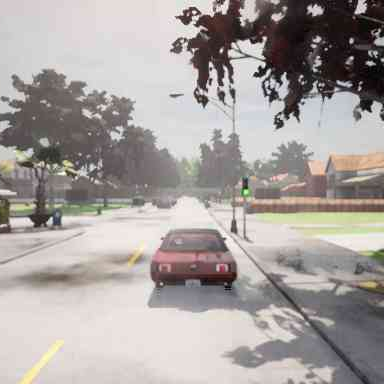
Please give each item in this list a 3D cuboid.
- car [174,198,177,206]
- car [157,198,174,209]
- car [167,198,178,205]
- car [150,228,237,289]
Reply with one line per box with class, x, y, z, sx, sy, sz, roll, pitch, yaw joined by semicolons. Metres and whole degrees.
car;-4.161;1.893;60.444;1.994;1.385;4.181;0;0;0
car;-4.175;1.875;50.453;1.895;1.301;4.718;0;0;0
car;-4.111;1.925;70.806;2.033;1.411;5.357;0;0;0
car;0.048;1.652;9.260;1.895;1.301;4.718;0;0;0
